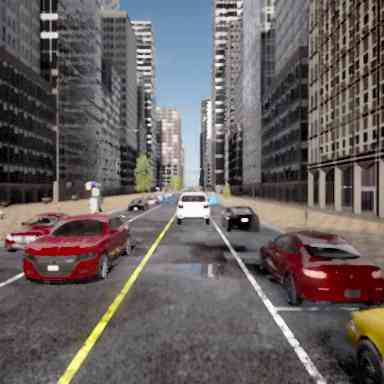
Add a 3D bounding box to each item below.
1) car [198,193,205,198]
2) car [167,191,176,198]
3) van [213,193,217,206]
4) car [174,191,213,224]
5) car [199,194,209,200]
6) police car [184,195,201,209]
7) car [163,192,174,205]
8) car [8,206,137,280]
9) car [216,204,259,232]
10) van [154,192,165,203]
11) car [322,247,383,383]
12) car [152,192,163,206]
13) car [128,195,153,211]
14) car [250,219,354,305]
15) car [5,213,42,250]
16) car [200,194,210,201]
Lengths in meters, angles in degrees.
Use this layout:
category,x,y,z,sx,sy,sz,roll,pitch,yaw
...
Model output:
category,x,y,z,sx,sy,sz,roll,pitch,yaw
car,2.678,0.951,92.660,1.802,1.307,4.206,0,0,0
car,-5.703,0.685,92.658,2.192,1.841,5.009,0,0,0
van,2.682,1.030,47.313,1.690,1.788,3.998,0,0,0
car,0.096,1.068,23.419,2.150,2.045,5.566,0,0,0
car,2.680,1.059,75.656,1.947,1.339,4.313,0,0,0
police car,0.093,1.229,41.707,2.038,1.542,4.974,0,0,0
car,-3.082,1.208,51.469,2.033,1.411,5.357,0,0,0
car,-3.103,1.413,9.924,1.882,1.535,5.008,0,0,0
car,2.687,1.442,18.975,1.947,1.339,4.313,0,0,0
van,-5.699,0.953,58.649,1.690,1.788,3.998,0,0,0
car,2.689,1.511,2.140,1.752,1.417,4.829,0,0,0
car,-5.698,1.129,47.314,1.967,1.590,4.097,0,0,0
car,-5.696,1.331,35.978,1.947,1.339,4.313,0,0,0
car,2.688,1.532,7.639,1.802,1.307,4.206,0,0,0
car,-5.693,1.496,13.307,1.802,1.307,4.206,0,0,0
car,2.680,1.078,69.988,1.887,1.381,4.507,0,0,0
